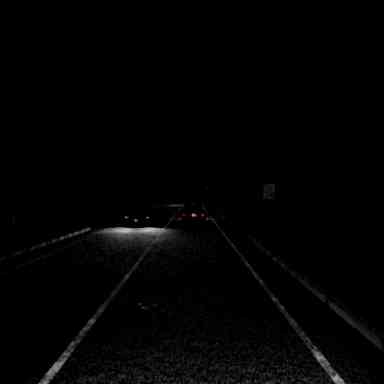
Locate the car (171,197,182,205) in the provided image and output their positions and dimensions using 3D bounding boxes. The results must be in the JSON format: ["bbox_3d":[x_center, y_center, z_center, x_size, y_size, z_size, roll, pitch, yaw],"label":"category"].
[{"bbox_3d":[-2.888,1.769,64.699,2.033,1.411,5.357,-1,0,6],"label":"car"}]

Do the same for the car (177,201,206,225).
[{"bbox_3d":[0.101,1.628,25.000,2.033,1.411,5.357,0,0,0],"label":"car"}]

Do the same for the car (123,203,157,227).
[{"bbox_3d":[-3.598,1.581,23.713,1.837,1.490,4.892,0,0,0],"label":"car"}]

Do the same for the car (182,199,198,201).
[{"bbox_3d":[0.101,1.629,42.791,2.128,1.511,4.902,0,0,0],"label":"car"}]
